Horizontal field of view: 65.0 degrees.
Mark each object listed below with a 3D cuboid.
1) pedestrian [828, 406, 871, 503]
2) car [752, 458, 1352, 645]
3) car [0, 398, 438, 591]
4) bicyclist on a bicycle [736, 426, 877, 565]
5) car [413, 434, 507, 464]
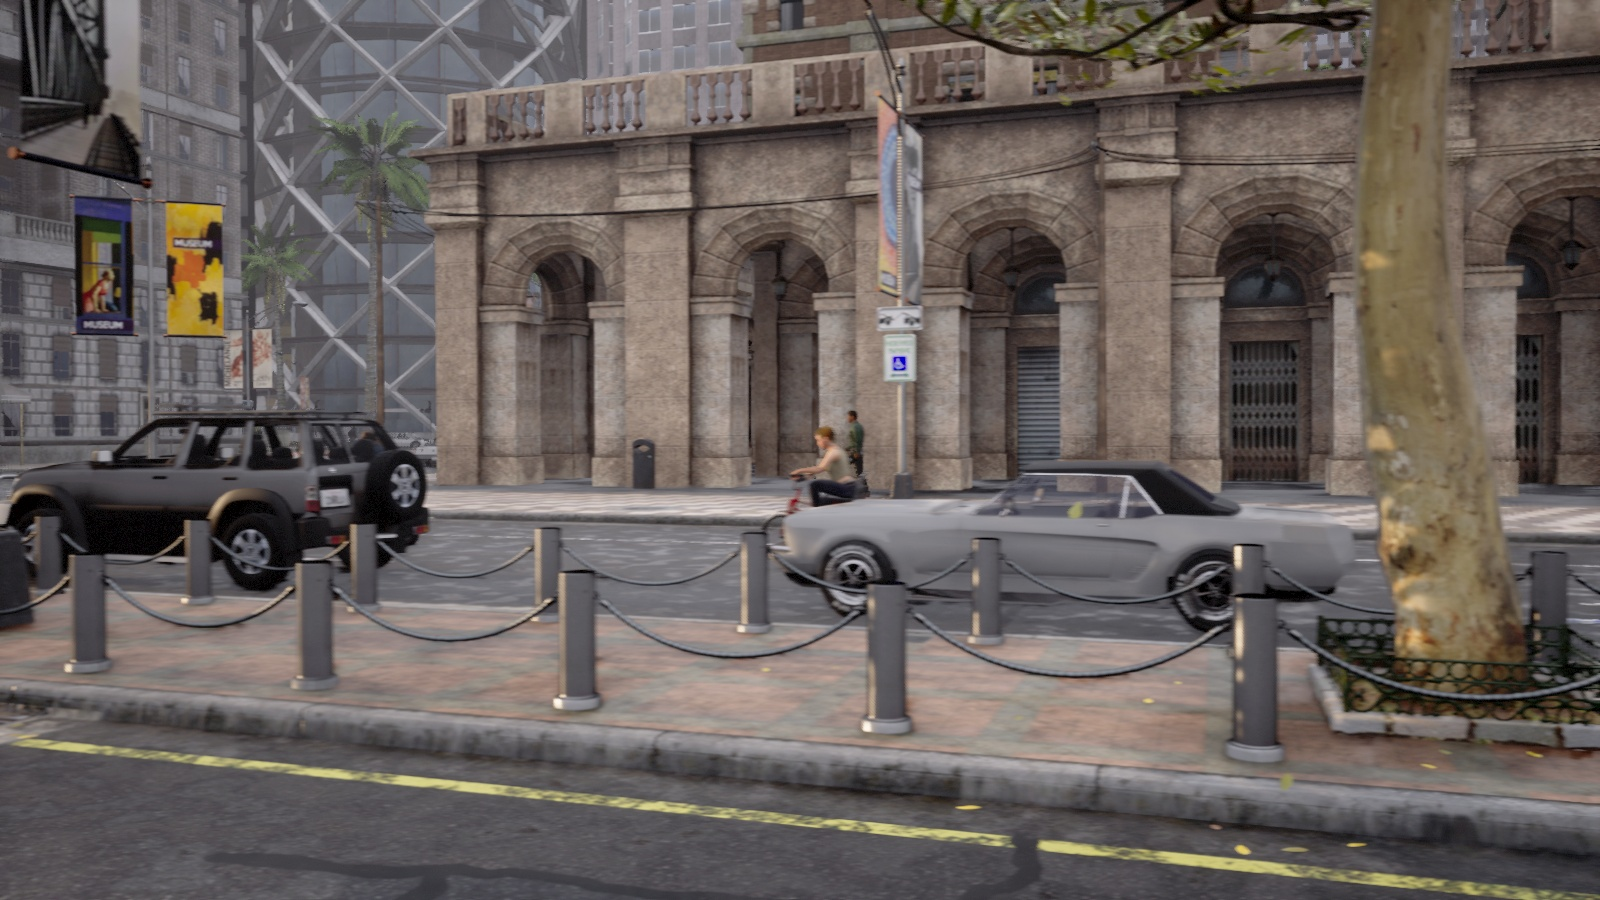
[{"bbox_3d":[1.008,0.078,25.547,0.788,1.949,0.423,1,1,18],"label":"pedestrian"},{"bbox_3d":[2.130,0.760,10.918,4.718,1.301,1.895,1,1,19],"label":"car"},{"bbox_3d":[-6.503,0.399,13.755,4.605,1.855,1.932,1,1,20],"label":"car"},{"bbox_3d":[0.086,0.518,15.300,1.509,1.612,0.866,1,1,18],"label":"bicyclist on a bicycle"},{"bbox_3d":[-15.707,-0.065,58.276,1.895,1.301,4.718,1,1,19],"label":"car"}]
